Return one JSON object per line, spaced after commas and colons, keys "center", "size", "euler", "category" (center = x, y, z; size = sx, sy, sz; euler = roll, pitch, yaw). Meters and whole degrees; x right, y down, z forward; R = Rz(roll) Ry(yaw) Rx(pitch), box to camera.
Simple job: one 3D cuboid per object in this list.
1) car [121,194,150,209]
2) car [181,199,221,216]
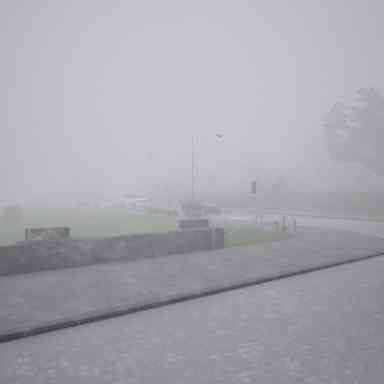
{"center": [-7.802, 1.232, 45.381], "size": [2.150, 2.045, 5.566], "euler": [0, 0, -35], "category": "car"}
{"center": [0.873, 1.487, 33.207], "size": [1.882, 1.535, 5.008], "euler": [0, 0, -36], "category": "car"}
